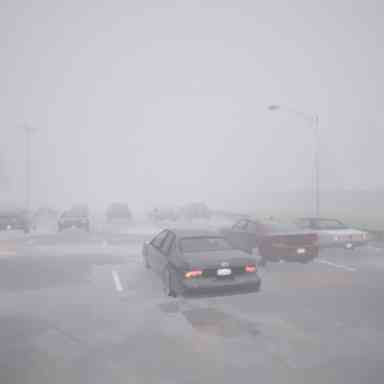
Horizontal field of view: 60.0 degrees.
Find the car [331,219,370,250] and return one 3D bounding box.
[{"bbox_3d":[5.402,1.801,14.952,1.895,1.301,4.718,0,-1,-17],"label":"car"}]

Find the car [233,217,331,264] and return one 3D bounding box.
[{"bbox_3d":[2.544,1.643,12.332,1.882,1.535,5.008,0,-1,-17],"label":"car"}]

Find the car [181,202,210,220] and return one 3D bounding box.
[{"bbox_3d":[0.112,1.782,32.229,2.097,1.767,4.553,0,-1,-17],"label":"car"}]

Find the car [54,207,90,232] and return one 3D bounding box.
[{"bbox_3d":[-7.914,1.902,22.565,1.895,1.301,4.718,0,-1,-17],"label":"car"}]

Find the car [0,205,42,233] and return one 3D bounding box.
[{"bbox_3d":[-11.175,1.790,21.331,1.837,1.490,4.892,0,-1,-17],"label":"car"}]

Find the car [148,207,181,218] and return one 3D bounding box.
[{"bbox_3d":[-2.713,1.994,29.497,1.895,1.301,4.718,0,-1,-17],"label":"car"}]

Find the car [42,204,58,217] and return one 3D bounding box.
[{"bbox_3d":[-15.951,2.016,36.847,1.812,1.442,4.674,0,-1,-17],"label":"car"}]

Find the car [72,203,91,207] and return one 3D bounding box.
[{"bbox_3d":[-12.630,1.983,37.970,1.882,1.535,5.008,0,-1,-17],"label":"car"}]

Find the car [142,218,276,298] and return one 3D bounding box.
[{"bbox_3d":[-0.098,1.669,9.005,2.033,1.411,5.357,0,-1,-17],"label":"car"}]

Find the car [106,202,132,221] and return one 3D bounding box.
[{"bbox_3d":[-7.002,1.772,31.554,2.097,1.767,4.553,0,-1,-17],"label":"car"}]
